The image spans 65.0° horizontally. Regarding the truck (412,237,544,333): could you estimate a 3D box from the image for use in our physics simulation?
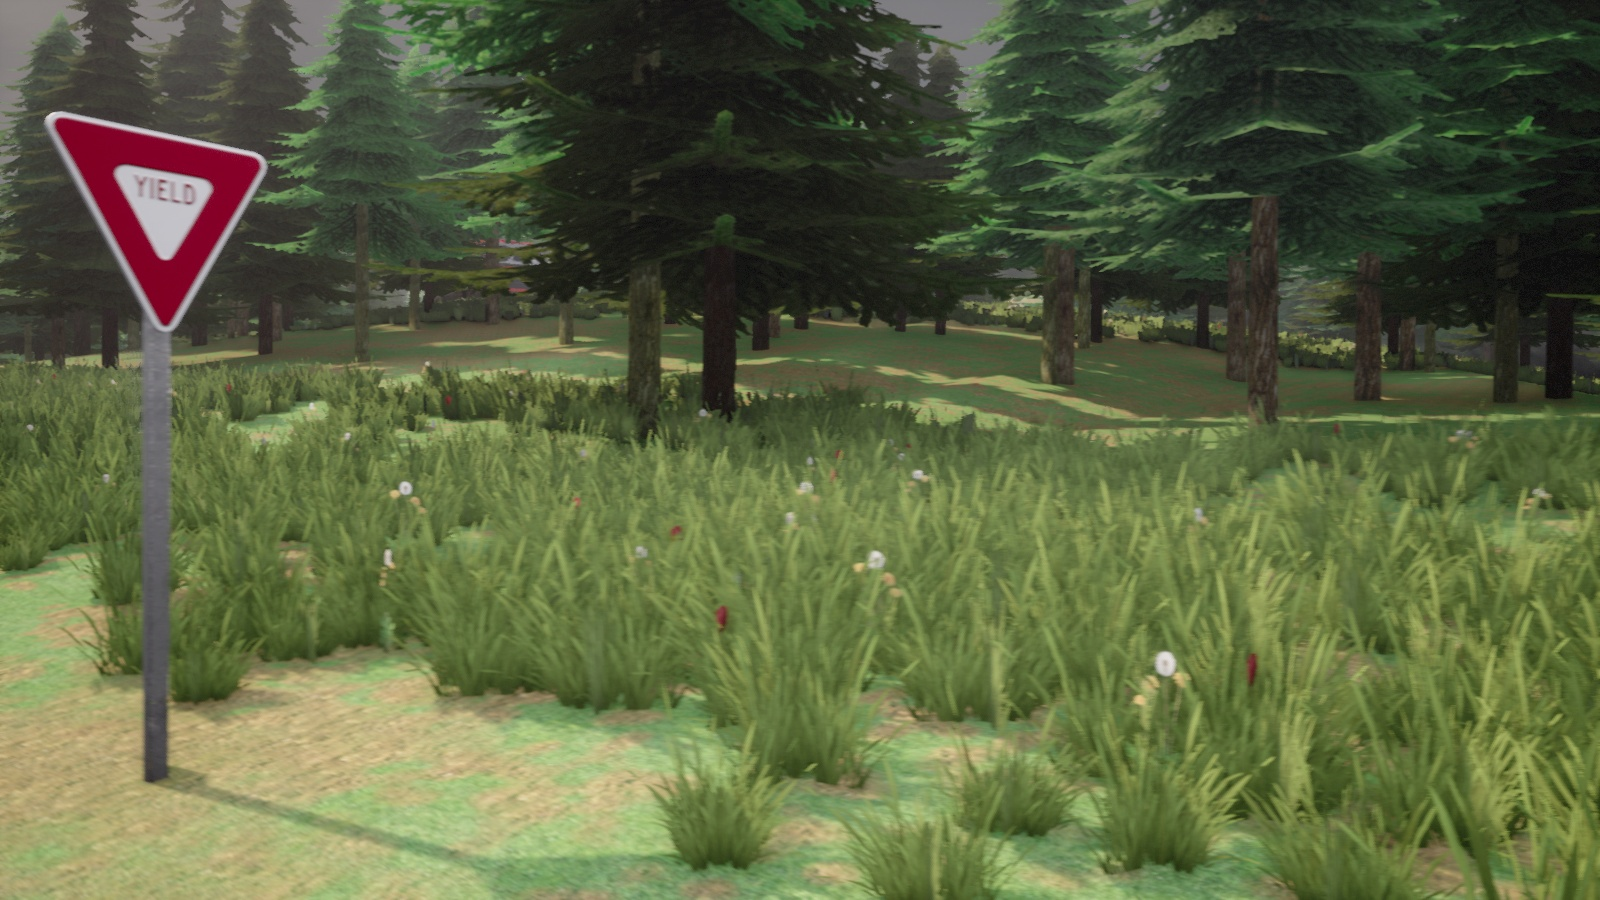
[{"bbox_3d":[-15.952,-7.981,61.818,2.891,3.462,7.936,-1,-1,-41],"label":"truck"}]
